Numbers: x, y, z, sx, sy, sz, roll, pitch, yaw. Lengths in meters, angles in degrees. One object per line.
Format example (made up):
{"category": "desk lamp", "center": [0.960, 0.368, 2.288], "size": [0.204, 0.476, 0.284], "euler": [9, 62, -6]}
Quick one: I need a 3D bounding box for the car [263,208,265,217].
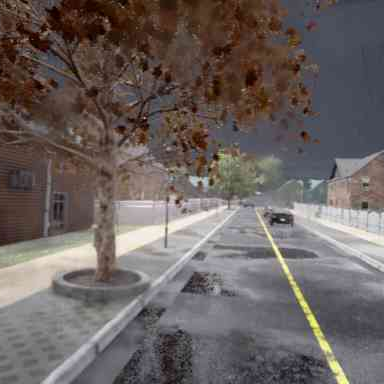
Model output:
{"category": "car", "center": [9.716, 2.358, 40.708], "size": [1.812, 1.442, 4.674], "euler": [2, 0, 10]}

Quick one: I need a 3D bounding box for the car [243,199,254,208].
{"category": "car", "center": [12.700, 2.544, 74.308], "size": [2.150, 2.045, 5.566], "euler": [2, -1, 10]}

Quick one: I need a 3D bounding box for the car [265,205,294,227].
{"category": "car", "center": [7.698, 2.102, 28.958], "size": [1.882, 1.535, 5.008], "euler": [2, 0, 10]}
